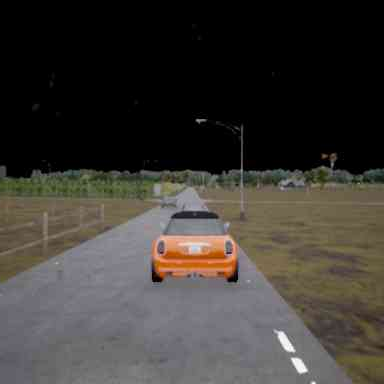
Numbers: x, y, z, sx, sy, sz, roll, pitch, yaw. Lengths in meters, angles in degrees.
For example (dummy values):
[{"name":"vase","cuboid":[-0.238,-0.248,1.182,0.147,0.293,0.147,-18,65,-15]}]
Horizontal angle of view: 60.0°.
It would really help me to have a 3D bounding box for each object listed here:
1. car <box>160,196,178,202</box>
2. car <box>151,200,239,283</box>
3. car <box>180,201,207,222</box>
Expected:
[{"name":"car","cuboid":[-2.808,1.227,41.421,1.837,1.490,4.892,0,1,0]},{"name":"car","cuboid":[0.081,1.304,9.699,2.097,1.767,4.553,0,1,0]},{"name":"car","cuboid":[0.097,1.458,25.580,1.895,1.301,4.718,0,0,0]}]
